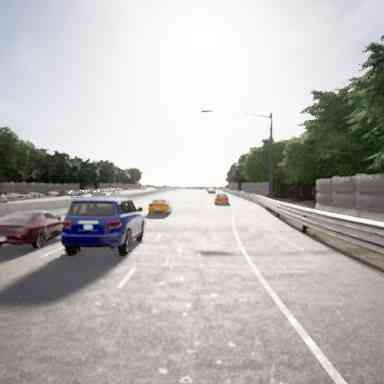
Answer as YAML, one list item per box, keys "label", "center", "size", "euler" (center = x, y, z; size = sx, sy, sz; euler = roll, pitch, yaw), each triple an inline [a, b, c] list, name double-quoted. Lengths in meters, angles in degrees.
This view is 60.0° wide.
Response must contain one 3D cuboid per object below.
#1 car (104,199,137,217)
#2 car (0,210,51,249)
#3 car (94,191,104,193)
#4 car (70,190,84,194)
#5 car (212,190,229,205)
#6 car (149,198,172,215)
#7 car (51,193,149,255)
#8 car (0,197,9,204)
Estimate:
- label: "car"
  center: [-6.457, 1.388, 30.593]
  size: [1.994, 1.385, 4.181]
  euler: [0, 1, 1]
- label: "car"
  center: [-6.785, 1.495, 14.268]
  size: [1.812, 1.442, 4.674]
  euler: [0, 0, 1]
- label: "car"
  center: [-19.457, 0.626, 69.110]
  size: [1.882, 1.535, 5.008]
  euler: [0, 1, 2]
- label: "car"
  center: [-26.263, 0.394, 75.892]
  size: [2.128, 1.511, 4.902]
  euler: [0, 1, 2]
- label: "car"
  center: [4.379, 0.891, 49.512]
  size: [2.097, 1.767, 4.553]
  euler: [0, 1, 3]
- label: "car"
  center: [-2.934, 1.290, 31.469]
  size: [1.882, 1.535, 5.008]
  euler: [0, 1, 2]
- label: "car"
  center: [-3.300, 1.198, 13.363]
  size: [2.150, 2.045, 5.566]
  euler: [0, 0, 1]
- label: "car"
  center: [-17.220, 1.418, 28.293]
  size: [1.994, 1.385, 4.181]
  euler: [0, 1, 1]
